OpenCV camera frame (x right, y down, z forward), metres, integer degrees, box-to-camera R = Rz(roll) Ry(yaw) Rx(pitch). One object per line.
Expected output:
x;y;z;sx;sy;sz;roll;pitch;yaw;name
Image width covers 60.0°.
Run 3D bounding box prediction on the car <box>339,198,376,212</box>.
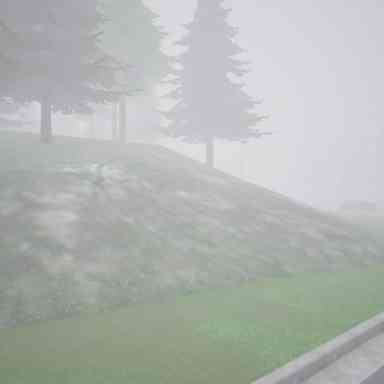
18.831;1.478;38.150;1.882;1.535;5.008;0;0;-5;car
